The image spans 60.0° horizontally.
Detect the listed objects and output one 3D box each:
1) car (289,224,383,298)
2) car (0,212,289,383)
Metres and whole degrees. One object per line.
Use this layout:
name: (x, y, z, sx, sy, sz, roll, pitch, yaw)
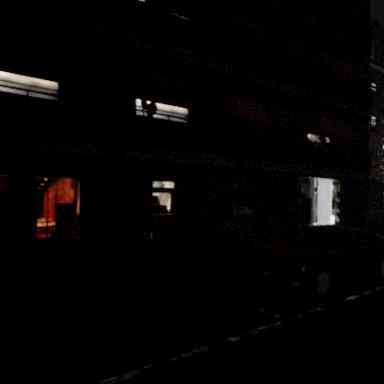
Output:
car: (3.494, 1.544, 8.577, 4.507, 1.381, 1.887, 0, 1, -36)
car: (-1.004, 1.315, 5.357, 5.009, 1.841, 2.192, 0, 1, -36)
